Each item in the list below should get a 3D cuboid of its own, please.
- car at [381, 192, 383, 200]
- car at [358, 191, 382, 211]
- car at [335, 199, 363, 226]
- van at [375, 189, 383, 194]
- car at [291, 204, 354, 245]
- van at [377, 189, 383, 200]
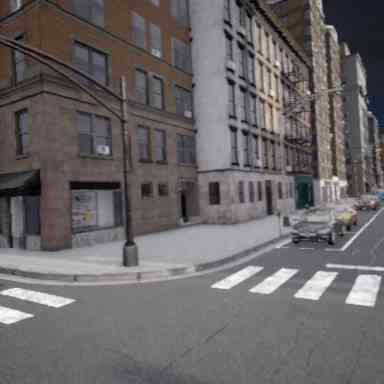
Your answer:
[{"bbox_3d":[20.221,1.015,37.656,1.752,1.417,4.829,-3,-1,33],"label":"car"},{"bbox_3d":[17.396,1.014,33.247,1.967,1.590,4.097,-3,-1,33],"label":"car"},{"bbox_3d":[8.569,1.362,19.442,1.752,1.417,4.829,-3,-1,33],"label":"car"},{"bbox_3d":[29.043,0.568,51.461,1.690,1.788,3.998,-3,-1,33],"label":"van"},{"bbox_3d":[5.749,1.472,15.031,2.008,1.369,4.403,-3,-1,33],"label":"car"},{"bbox_3d":[34.869,0.395,60.568,1.690,1.788,3.998,-3,-1,33],"label":"van"}]
